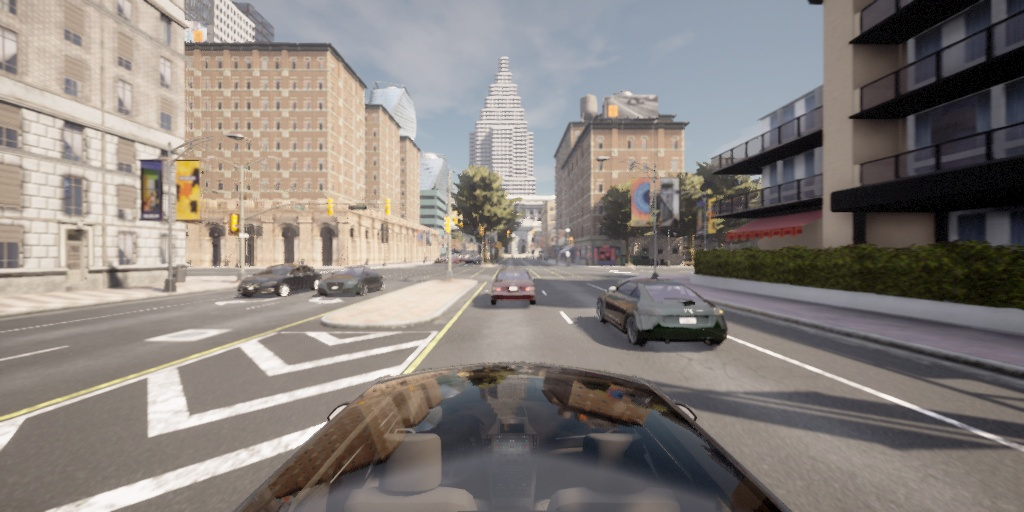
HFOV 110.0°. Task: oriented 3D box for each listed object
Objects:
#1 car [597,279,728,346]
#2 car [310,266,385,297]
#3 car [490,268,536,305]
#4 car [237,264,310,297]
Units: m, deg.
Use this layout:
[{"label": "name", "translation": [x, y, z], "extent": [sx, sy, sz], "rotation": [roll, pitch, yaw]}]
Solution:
[{"label": "car", "translation": [3.565, 1.271, 9.286], "extent": [1.994, 1.385, 4.181], "rotation": [0, 0, 0]}, {"label": "car", "translation": [-8.079, 1.245, 18.370], "extent": [1.994, 1.385, 4.181], "rotation": [0, 0, 0]}, {"label": "car", "translation": [0.041, 1.229, 15.668], "extent": [2.033, 1.411, 5.357], "rotation": [0, 0, 0]}, {"label": "car", "translation": [-11.579, 1.194, 18.304], "extent": [1.837, 1.490, 4.892], "rotation": [0, 0, 0]}]
